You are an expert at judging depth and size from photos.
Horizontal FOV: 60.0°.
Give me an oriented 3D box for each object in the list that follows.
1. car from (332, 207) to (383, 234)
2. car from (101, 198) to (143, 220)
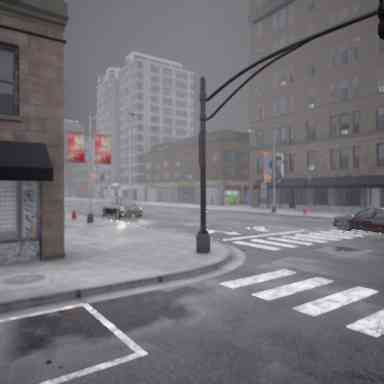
[{"bbox_3d":[9.761,1.498,17.056,2.033,1.411,5.357,0,0,-20],"label":"car"},{"bbox_3d":[-5.924,1.292,27.964,2.097,1.767,4.553,0,0,-36],"label":"car"}]
